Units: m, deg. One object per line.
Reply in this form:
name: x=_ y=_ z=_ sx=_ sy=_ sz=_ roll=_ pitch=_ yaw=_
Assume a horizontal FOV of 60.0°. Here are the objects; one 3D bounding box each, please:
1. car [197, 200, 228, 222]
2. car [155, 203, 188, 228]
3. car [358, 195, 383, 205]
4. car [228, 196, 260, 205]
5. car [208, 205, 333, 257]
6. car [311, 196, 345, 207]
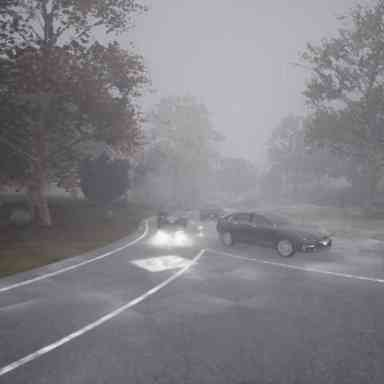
car: x=1.512 y=1.436 z=26.043 sx=1.837 sy=1.490 sz=4.892 roll=-2 pitch=0 yaw=2
car: x=-1.328 y=1.456 z=21.771 sx=2.128 sy=1.511 sz=4.902 roll=0 pitch=0 yaw=-4
car: x=26.003 y=1.204 z=46.535 sx=4.902 sy=1.511 sz=2.128 roll=0 pitch=0 yaw=17
car: x=6.679 y=1.342 z=43.063 sx=4.892 sy=1.490 sz=1.837 roll=-1 pitch=-1 yaw=-36
car: x=2.980 y=1.464 z=12.977 sx=1.837 sy=1.490 sz=4.892 roll=-1 pitch=0 yaw=-37
car: x=17.980 y=1.250 z=44.109 sx=4.181 sy=1.385 sz=1.994 roll=0 pitch=0 yaw=-2
